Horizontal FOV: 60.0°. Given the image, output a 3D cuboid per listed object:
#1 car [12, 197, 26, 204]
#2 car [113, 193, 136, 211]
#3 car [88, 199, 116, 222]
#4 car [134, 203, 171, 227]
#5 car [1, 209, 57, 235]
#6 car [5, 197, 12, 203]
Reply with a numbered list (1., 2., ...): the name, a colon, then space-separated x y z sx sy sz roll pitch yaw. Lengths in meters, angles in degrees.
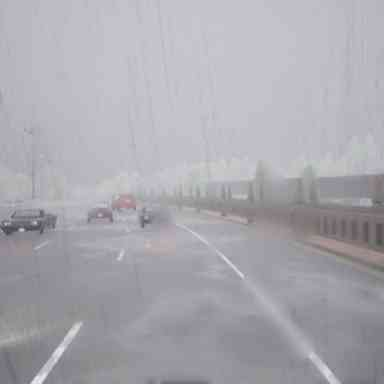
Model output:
1. car: -35.567 1.704 69.067 1.994 1.385 4.181 0 0 -23
2. car: -8.195 1.200 39.992 2.150 2.045 5.566 0 0 -21
3. car: -7.275 1.524 26.491 1.812 1.442 4.674 0 0 -15
4. car: -2.644 1.577 22.508 1.895 1.301 4.718 0 0 -12
5. car: -9.012 1.620 18.917 1.895 1.301 4.718 0 0 -11
6. car: -45.165 2.121 82.912 1.837 1.490 4.892 0 -3 -23
